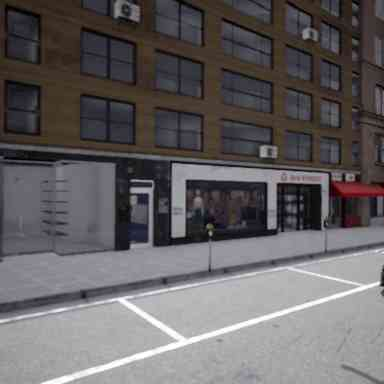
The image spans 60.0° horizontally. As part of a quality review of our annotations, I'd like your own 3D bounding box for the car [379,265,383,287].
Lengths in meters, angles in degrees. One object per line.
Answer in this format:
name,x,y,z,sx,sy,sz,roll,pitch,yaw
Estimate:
car,6.262,1.653,7.827,4.181,1.385,1.994,1,0,-35
